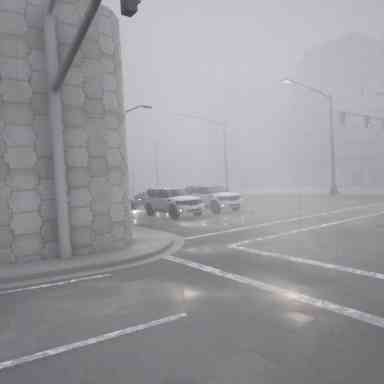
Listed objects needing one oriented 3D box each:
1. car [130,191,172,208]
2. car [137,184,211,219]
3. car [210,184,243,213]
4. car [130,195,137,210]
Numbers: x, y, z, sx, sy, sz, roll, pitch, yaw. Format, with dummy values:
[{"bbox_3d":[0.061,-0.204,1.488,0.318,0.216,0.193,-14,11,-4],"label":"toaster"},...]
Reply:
[{"bbox_3d":[-4.217,0.692,33.629,2.128,1.511,4.902,-5,3,-35],"label":"car"},{"bbox_3d":[-1.445,0.661,23.630,2.150,2.045,5.566,-5,3,-35],"label":"car"},{"bbox_3d":[1.400,0.425,25.654,2.150,2.045,5.566,-5,3,-35],"label":"car"},{"bbox_3d":[-6.867,1.001,31.330,1.994,1.385,4.181,-5,3,-35],"label":"car"}]
